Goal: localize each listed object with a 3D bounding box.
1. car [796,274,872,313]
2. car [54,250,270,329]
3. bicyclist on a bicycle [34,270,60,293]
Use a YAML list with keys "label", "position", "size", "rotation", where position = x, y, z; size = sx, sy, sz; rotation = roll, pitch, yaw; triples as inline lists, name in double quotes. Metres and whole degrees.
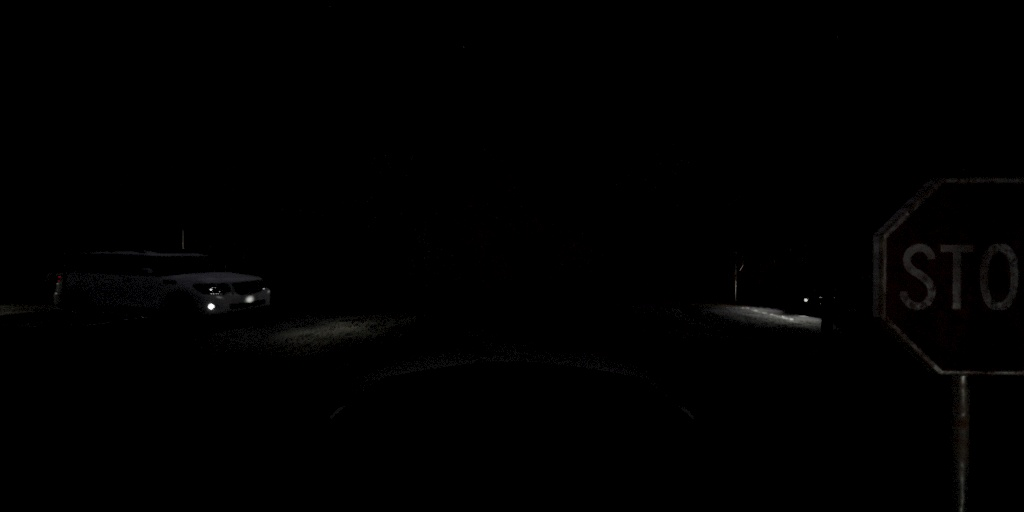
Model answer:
- label: "car"
  position: [13.261, 1.413, 13.126]
  size: [4.892, 1.490, 1.837]
  rotation: [1, 0, 2]
- label: "car"
  position: [-10.235, 0.869, 10.643]
  size: [5.566, 2.045, 2.150]
  rotation: [0, 0, 8]
- label: "bicyclist on a bicycle"
  position: [-22.042, 0.926, 17.388]
  size: [0.582, 1.620, 1.656]
  rotation: [1, 0, 2]
